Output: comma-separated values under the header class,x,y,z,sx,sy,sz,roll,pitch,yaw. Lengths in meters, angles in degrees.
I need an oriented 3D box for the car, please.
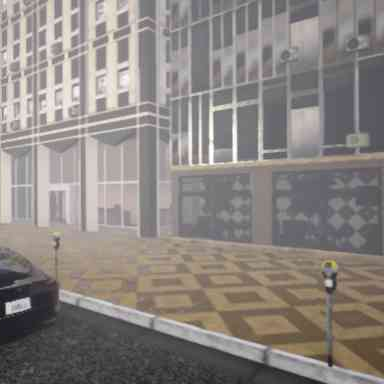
class,x,y,z,sx,sy,sz,roll,pitch,yaw
car,-4.072,1.619,5.788,4.313,1.339,1.947,-1,0,36
